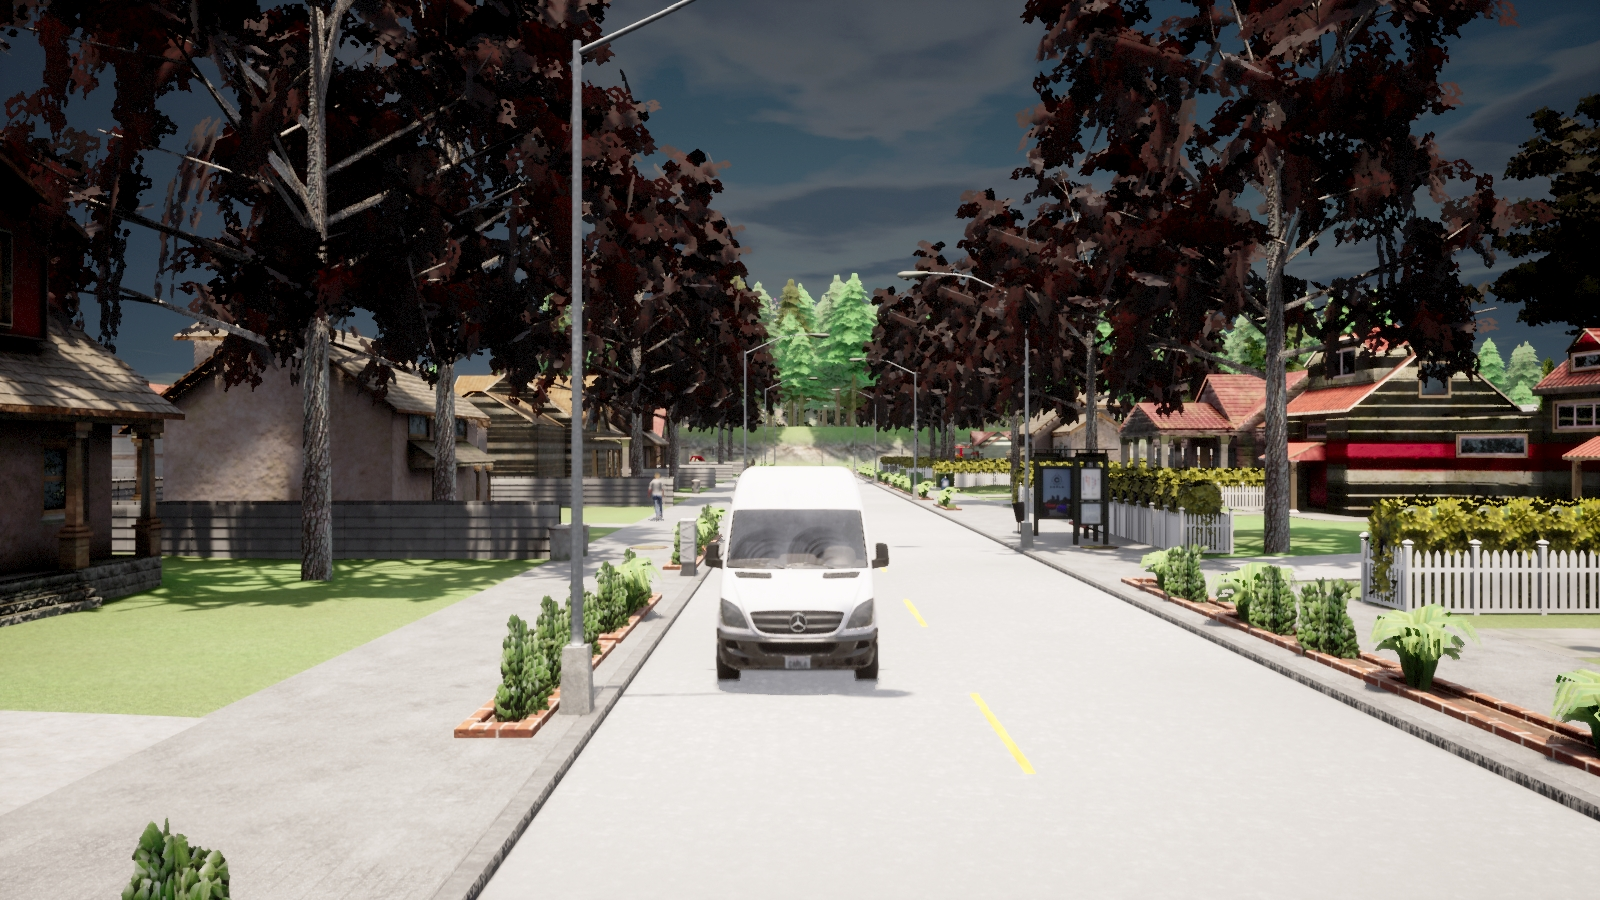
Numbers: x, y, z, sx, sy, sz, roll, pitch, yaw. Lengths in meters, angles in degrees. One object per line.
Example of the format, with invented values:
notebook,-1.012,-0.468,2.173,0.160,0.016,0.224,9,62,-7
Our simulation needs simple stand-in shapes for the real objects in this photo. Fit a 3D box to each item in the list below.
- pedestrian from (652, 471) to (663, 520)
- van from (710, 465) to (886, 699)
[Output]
pedestrian,-5.439,1.743,43.713,0.375,1.860,0.375,0,0,2
van,-0.030,1.534,15.872,1.988,2.561,5.915,0,0,0
